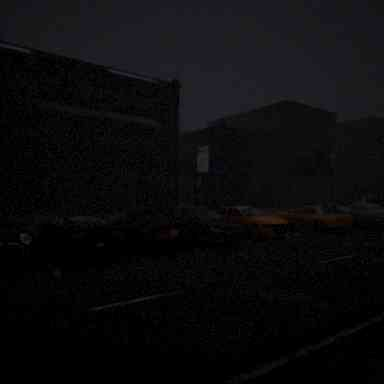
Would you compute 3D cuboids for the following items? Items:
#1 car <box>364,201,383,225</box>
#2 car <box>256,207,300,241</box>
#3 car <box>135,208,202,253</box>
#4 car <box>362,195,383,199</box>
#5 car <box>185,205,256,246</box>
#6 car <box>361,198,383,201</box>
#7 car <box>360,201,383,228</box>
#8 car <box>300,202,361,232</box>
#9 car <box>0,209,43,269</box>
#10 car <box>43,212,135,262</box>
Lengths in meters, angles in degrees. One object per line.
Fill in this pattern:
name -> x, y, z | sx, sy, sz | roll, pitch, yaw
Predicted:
car -> 11.684, 1.543, 23.466 | 2.002, 1.452, 4.674 | 0, 0, -35
car -> 2.685, 1.473, 17.167 | 2.097, 1.535, 5.008 | 0, 0, -35
car -> -1.982, 1.506, 13.924 | 2.163, 1.488, 4.792 | 0, 0, -35
car -> 16.247, 1.308, 26.634 | 2.435, 2.045, 5.566 | 1, 0, -35
car -> 0.307, 1.476, 15.500 | 2.231, 1.521, 4.892 | 0, 0, -35
car -> 13.847, 1.525, 25.213 | 1.946, 1.575, 5.366 | 1, 0, -35
car -> 9.505, 1.526, 21.945 | 2.002, 1.452, 4.674 | 0, 0, -35
car -> 7.131, 1.474, 20.504 | 1.946, 1.575, 5.366 | 0, 0, -35
car -> -6.535, 1.352, 10.734 | 2.185, 1.767, 4.553 | 0, 0, -35
car -> -4.239, 1.478, 12.299 | 2.097, 1.535, 5.008 | 0, 0, -35
